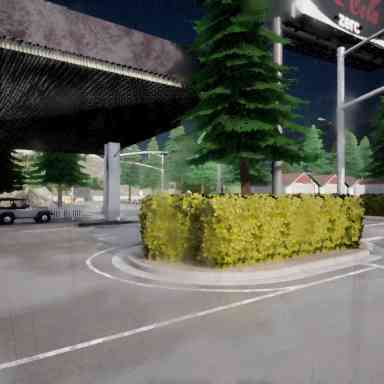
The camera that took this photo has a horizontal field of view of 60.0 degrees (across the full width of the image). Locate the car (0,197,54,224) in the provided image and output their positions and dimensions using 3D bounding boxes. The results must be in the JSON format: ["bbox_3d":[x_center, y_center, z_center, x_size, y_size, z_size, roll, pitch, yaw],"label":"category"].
[{"bbox_3d":[-11.986,1.313,23.469,3.866,1.878,1.905,0,0,-36],"label":"car"}]
